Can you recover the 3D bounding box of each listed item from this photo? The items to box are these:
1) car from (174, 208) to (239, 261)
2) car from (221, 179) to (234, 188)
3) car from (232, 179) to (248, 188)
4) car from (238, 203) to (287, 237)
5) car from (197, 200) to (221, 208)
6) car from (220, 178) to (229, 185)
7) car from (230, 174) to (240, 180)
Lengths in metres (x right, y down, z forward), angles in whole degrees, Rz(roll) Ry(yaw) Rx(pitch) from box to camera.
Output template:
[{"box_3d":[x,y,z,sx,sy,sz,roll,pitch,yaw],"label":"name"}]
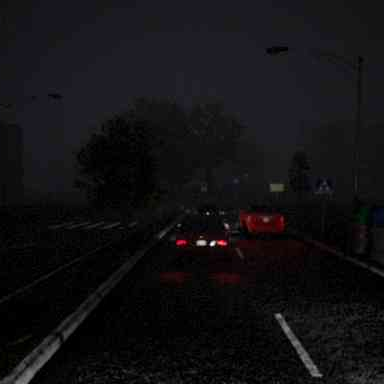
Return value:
[{"box_3d":[0.395,1.551,12.314,2.033,1.411,5.357,0,0,3],"label":"car"},{"box_3d":[7.956,-1.724,77.384,1.994,1.385,4.181,0,5,0],"label":"car"},{"box_3d":[10.985,-1.559,75.898,1.895,1.301,4.718,0,5,0],"label":"car"},{"box_3d":[3.718,1.376,18.314,2.097,1.767,4.553,0,0,3],"label":"car"},{"box_3d":[1.514,1.457,29.933,1.837,1.490,4.892,0,1,5],"label":"car"},{"box_3d":[8.770,-2.794,89.157,2.033,1.411,5.357,1,5,10],"label":"car"},{"box_3d":[11.499,-2.927,86.884,2.150,2.045,5.566,0,5,7],"label":"car"}]
